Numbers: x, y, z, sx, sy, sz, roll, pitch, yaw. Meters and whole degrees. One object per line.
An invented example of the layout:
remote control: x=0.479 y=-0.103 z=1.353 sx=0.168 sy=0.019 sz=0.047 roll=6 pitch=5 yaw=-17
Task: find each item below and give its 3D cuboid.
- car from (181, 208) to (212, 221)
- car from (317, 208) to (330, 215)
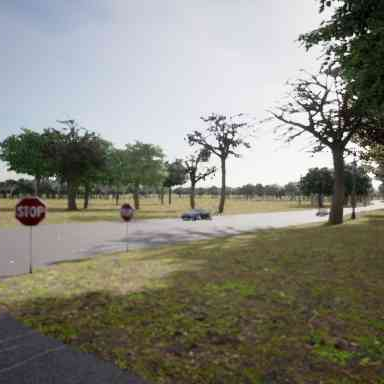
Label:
car: x=0.555 y=2.620 z=38.940 sx=1.994 sy=1.385 sz=4.181 roll=1 pitch=-1 yaw=36
car: x=24.906 y=3.705 z=62.834 sx=1.895 sy=1.301 sz=4.718 roll=1 pitch=-1 yaw=29
